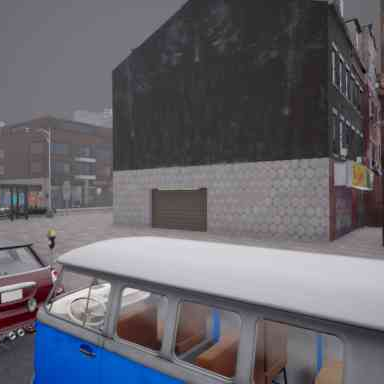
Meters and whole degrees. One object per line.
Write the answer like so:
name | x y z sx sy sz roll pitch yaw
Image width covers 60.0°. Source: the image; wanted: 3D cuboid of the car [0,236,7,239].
car | -4.032 1.442 5.650 4.097 1.590 1.967 0 0 35

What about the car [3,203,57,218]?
car | -14.192 1.566 28.724 1.895 1.301 4.718 -1 0 35

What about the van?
van | 0.414 1.341 2.519 3.998 1.788 1.690 0 0 35
